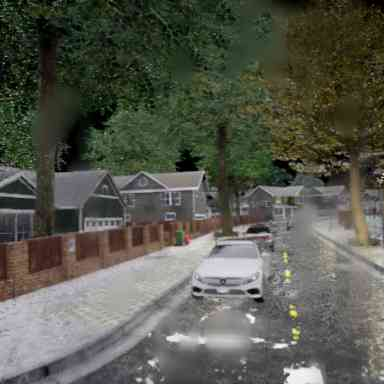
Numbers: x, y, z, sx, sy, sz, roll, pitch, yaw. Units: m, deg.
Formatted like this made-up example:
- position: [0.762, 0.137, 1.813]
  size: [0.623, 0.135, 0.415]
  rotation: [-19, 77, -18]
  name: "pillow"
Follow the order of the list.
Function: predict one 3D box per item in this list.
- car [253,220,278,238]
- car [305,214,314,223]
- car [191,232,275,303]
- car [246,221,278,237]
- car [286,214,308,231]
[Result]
- position: [6.930, 3.401, 31.062]
  size: [1.994, 1.385, 4.181]
  rotation: [-3, -4, 15]
  name: "car"
- position: [17.214, 4.133, 51.067]
  size: [1.837, 1.490, 4.892]
  rotation: [-5, -4, 34]
  name: "car"
- position: [1.387, 2.188, 10.154]
  size: [1.812, 1.442, 4.674]
  rotation: [-3, -4, 16]
  name: "car"
- position: [4.089, 2.768, 20.268]
  size: [1.812, 1.442, 4.674]
  rotation: [-3, -4, 14]
  name: "car"
- position: [11.855, 3.657, 38.302]
  size: [2.033, 1.411, 5.357]
  rotation: [-3, -4, 16]
  name: "car"
